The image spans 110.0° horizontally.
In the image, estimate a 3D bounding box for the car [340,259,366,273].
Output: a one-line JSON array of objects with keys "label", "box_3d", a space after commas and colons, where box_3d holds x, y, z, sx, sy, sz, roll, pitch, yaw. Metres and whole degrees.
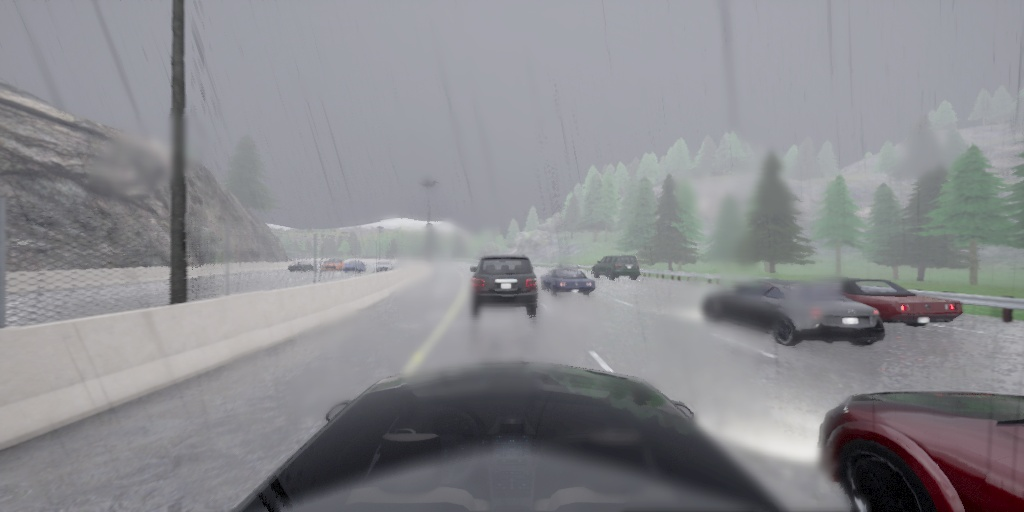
[{"label": "car", "box_3d": [-19.025, 1.271, 43.590, 1.882, 1.535, 5.008, 0, 0, -13]}]

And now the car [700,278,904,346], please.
[{"label": "car", "box_3d": [6.842, 1.301, 9.345, 1.994, 1.385, 4.181, 0, 0, -2]}]

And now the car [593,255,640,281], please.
[{"label": "car", "box_3d": [8.561, 0.957, 29.890, 2.150, 2.045, 5.566, 0, 0, -8]}]

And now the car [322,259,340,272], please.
[{"label": "car", "box_3d": [-23.623, 1.155, 47.701, 2.097, 1.767, 4.553, 0, 0, -14]}]

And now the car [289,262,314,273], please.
[{"label": "car", "box_3d": [-26.707, 1.411, 45.668, 1.895, 1.301, 4.718, 0, 0, -14]}]

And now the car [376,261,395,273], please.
[{"label": "car", "box_3d": [-15.693, 1.313, 44.710, 1.812, 1.442, 4.674, 0, 0, -13]}]

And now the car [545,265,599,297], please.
[{"label": "car", "box_3d": [2.763, 1.347, 18.798, 1.895, 1.301, 4.718, 0, 0, -5]}]

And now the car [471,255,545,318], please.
[{"label": "car", "box_3d": [-0.331, 0.973, 13.202, 2.150, 2.045, 5.566, 0, 0, -3]}]

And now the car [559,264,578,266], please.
[{"label": "car", "box_3d": [4.800, 1.345, 31.470, 1.895, 1.301, 4.718, 0, 0, -8]}]

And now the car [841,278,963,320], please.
[{"label": "car", "box_3d": [10.284, 1.331, 11.265, 1.895, 1.301, 4.718, 0, 0, -3]}]

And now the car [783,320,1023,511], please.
[{"label": "car", "box_3d": [3.530, 1.307, 1.230, 1.994, 1.385, 4.181, 0, 0, 0]}]
